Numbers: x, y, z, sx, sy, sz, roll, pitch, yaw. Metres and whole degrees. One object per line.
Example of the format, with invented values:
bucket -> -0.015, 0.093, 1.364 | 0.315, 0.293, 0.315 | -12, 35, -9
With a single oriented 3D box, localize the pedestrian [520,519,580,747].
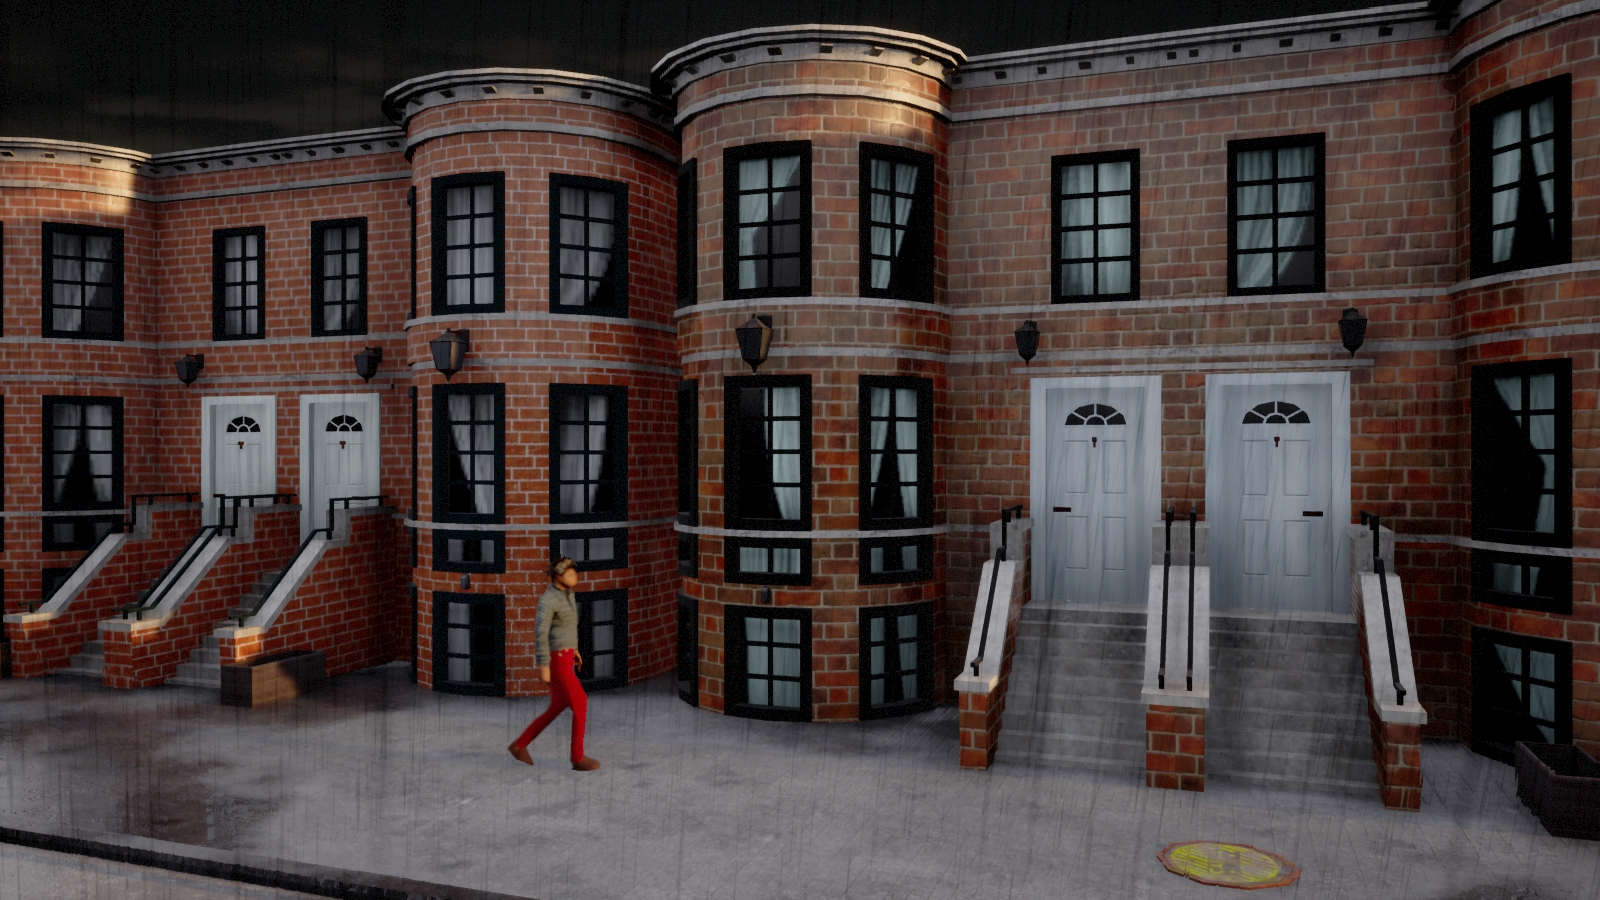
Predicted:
pedestrian -> -2.113, 1.528, 9.667 | 0.375, 1.860, 0.375 | 0, 0, 12
